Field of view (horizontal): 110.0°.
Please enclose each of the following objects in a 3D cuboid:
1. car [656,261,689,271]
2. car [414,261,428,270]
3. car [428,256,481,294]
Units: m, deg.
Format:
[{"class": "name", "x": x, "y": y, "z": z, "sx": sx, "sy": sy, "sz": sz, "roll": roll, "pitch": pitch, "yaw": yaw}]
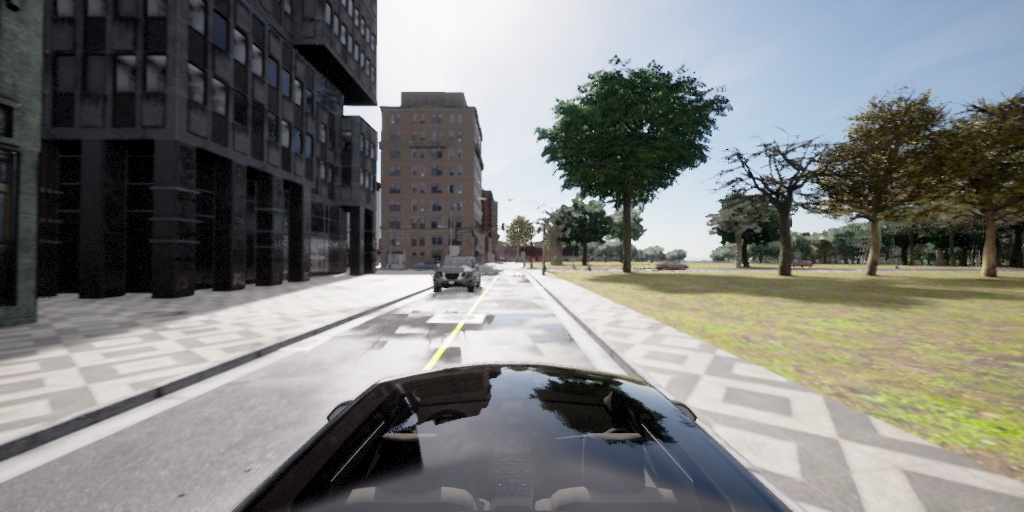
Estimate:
[{"class": "car", "x": 22.508, "y": 1.400, "z": 50.281, "sx": 4.181, "sy": 1.385, "sz": 1.994, "roll": 0, "pitch": -1, "yaw": 0}, {"class": "car", "x": -10.871, "y": 1.350, "z": 50.214, "sx": 5.357, "sy": 1.411, "sz": 2.033, "roll": 0, "pitch": -1, "yaw": 0}, {"class": "car", "x": -3.100, "y": 1.020, "z": 21.184, "sx": 2.150, "sy": 2.045, "sz": 5.566, "roll": 0, "pitch": 0, "yaw": 0}]
